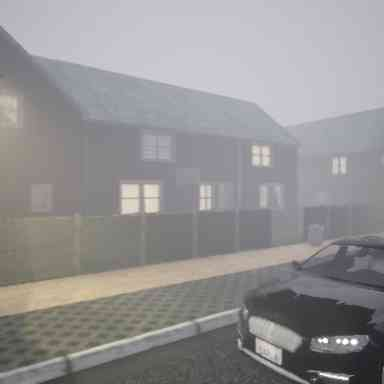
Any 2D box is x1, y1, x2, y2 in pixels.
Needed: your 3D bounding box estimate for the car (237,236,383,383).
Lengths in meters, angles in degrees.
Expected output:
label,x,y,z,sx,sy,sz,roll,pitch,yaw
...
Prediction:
label,x,y,z,sx,sy,sz,roll,pitch,yaw
car,2.837,1.494,5.096,4.902,1.511,2.128,0,0,-36
